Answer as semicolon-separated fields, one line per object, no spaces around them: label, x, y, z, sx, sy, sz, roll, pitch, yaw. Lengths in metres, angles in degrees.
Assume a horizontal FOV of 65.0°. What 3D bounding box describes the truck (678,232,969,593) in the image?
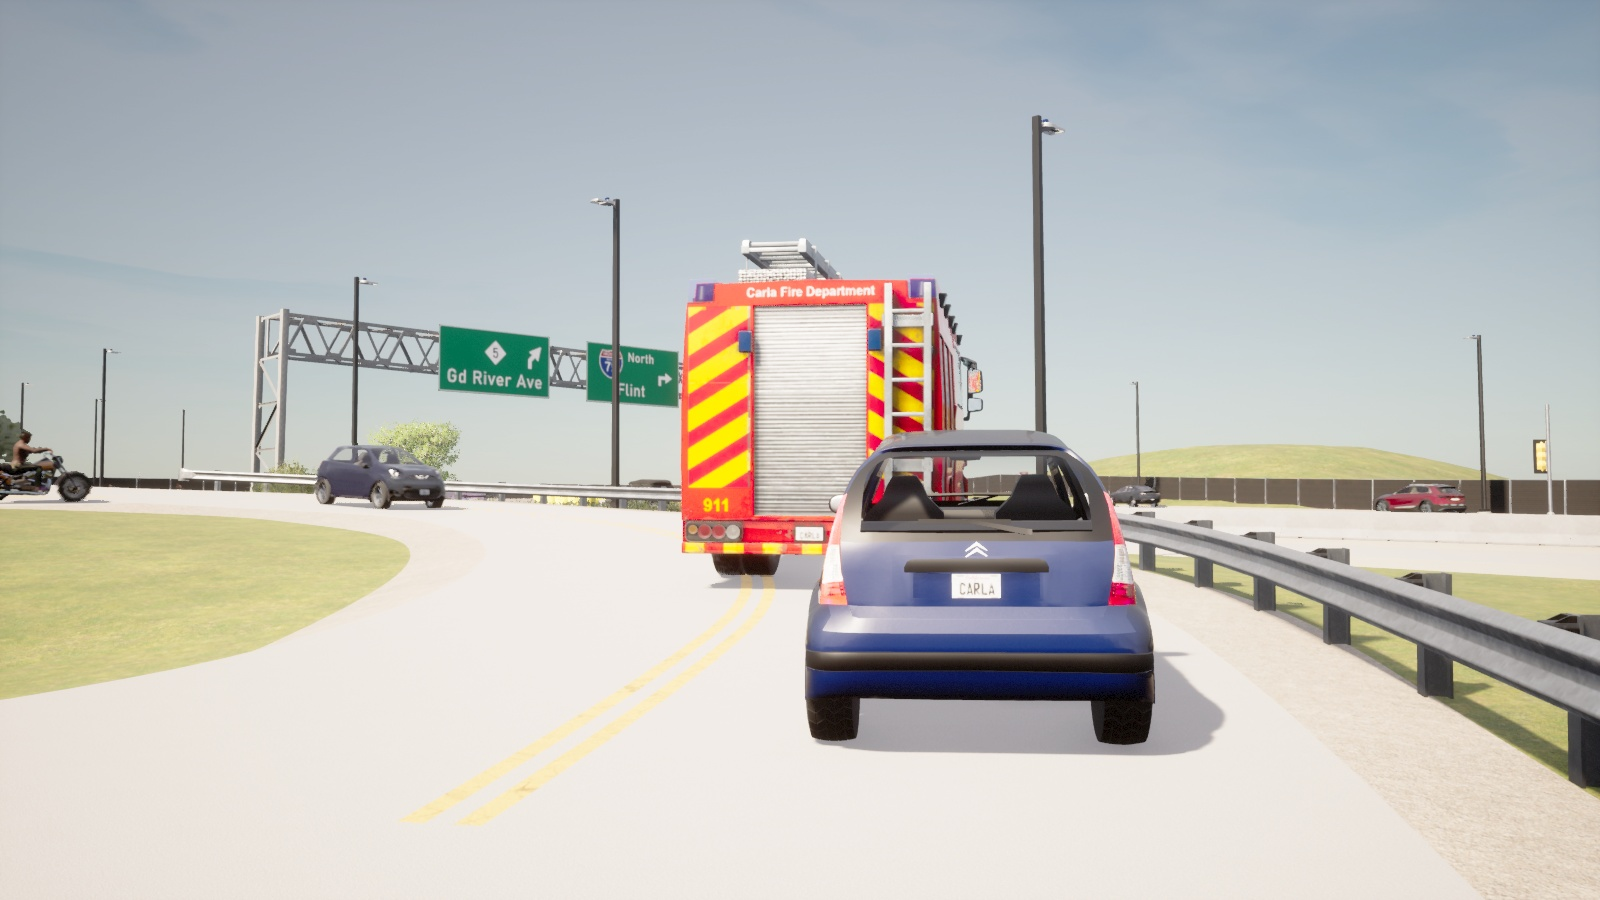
truck;0.788;-0.380;17.711;2.891;3.827;8.468;0;0;9

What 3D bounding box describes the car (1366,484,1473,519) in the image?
car;31.089;2.564;63.186;2.033;1.649;4.856;1;-2;-18

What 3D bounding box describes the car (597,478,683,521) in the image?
car;-7.297;2.252;57.038;1.905;1.878;3.866;3;-3;-45

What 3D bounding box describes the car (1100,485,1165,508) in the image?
car;23.245;3.248;87.943;2.128;1.511;4.902;1;-2;-17

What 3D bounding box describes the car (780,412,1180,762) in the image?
car;1.056;0.646;7.898;1.851;1.617;3.988;-1;0;7

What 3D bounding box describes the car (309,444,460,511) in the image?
car;-10.202;0.659;30.751;3.633;1.501;1.845;1;-1;40

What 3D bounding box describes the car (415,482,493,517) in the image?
car;-17.292;2.439;62.600;2.033;1.649;4.856;2;-2;-37

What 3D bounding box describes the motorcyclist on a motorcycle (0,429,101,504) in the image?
motorcyclist on a motorcycle;-17.278;0.373;28.439;0.766;1.649;2.350;1;-1;43
